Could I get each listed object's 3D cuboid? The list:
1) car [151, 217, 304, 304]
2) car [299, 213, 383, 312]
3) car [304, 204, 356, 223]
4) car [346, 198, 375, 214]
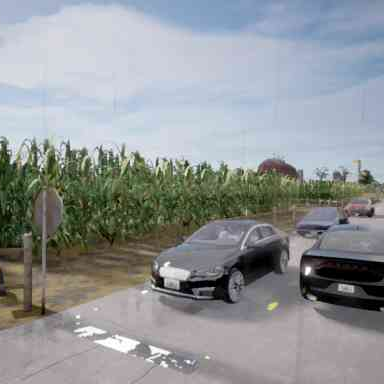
[{"bbox_3d":[0.990,1.504,8.429,2.128,1.511,4.902,0,0,34],"label":"car"},{"bbox_3d":[3.962,1.480,7.710,1.882,1.535,5.008,0,0,33],"label":"car"},{"bbox_3d":[7.185,1.562,17.879,2.033,1.411,5.357,0,0,33],"label":"car"},{"bbox_3d":[15.368,1.371,30.405,2.097,1.767,4.553,0,0,33],"label":"car"}]
